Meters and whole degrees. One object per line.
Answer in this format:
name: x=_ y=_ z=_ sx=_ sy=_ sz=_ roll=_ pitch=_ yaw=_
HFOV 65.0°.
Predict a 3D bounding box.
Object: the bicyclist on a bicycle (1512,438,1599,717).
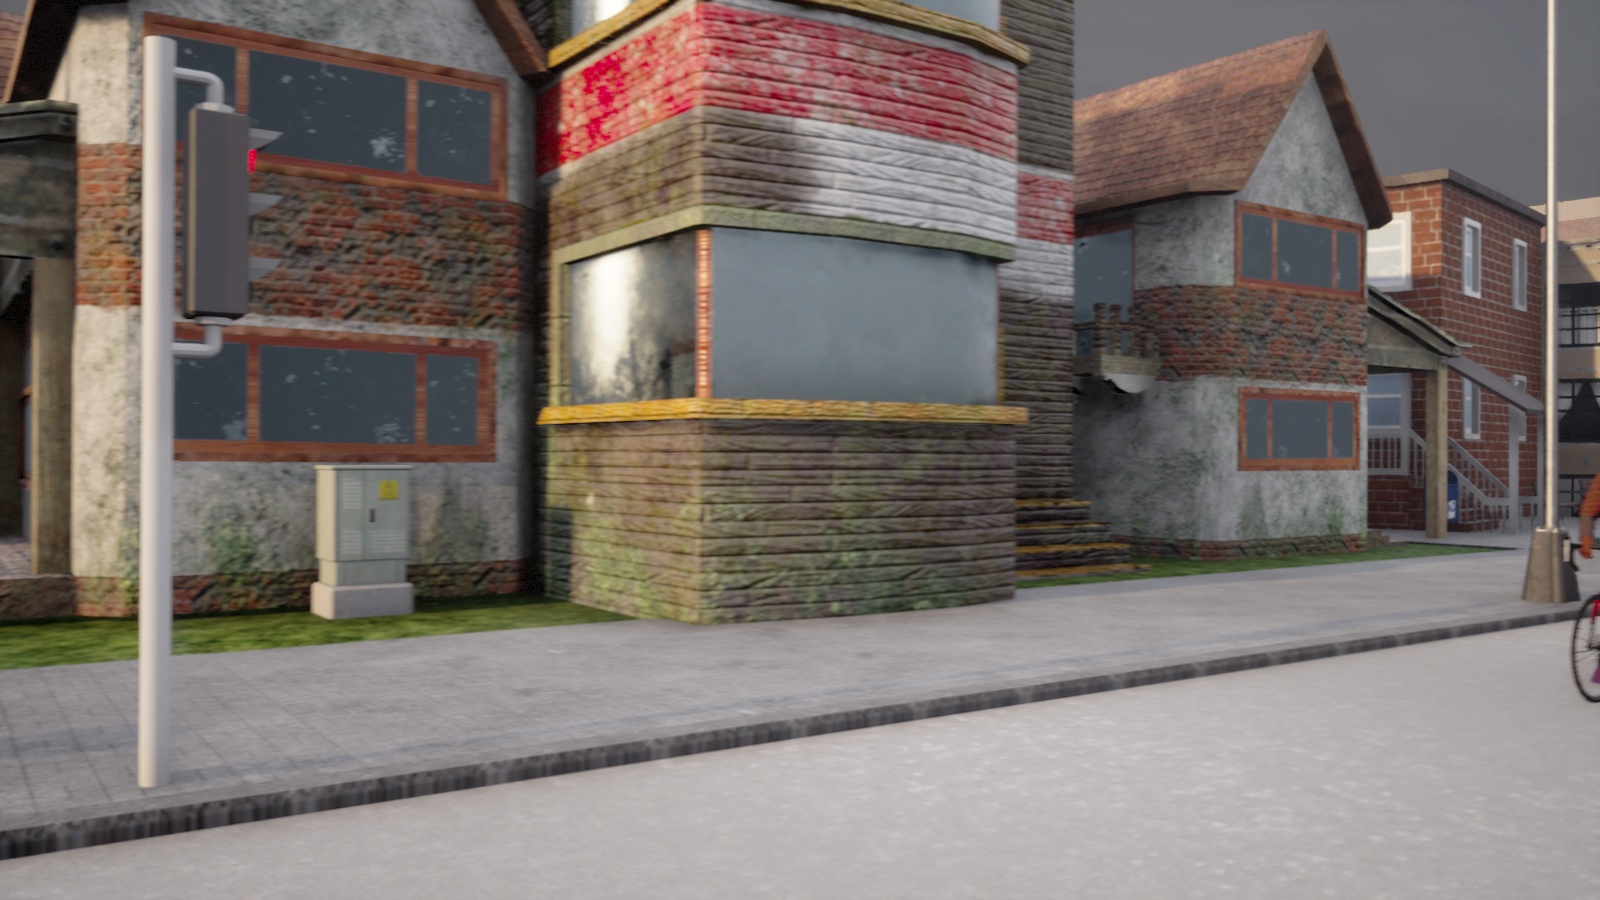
bicyclist on a bicycle: x=5.216 y=0.739 z=7.937 sx=1.656 sy=1.620 sz=0.582 roll=0 pitch=0 yaw=-35
